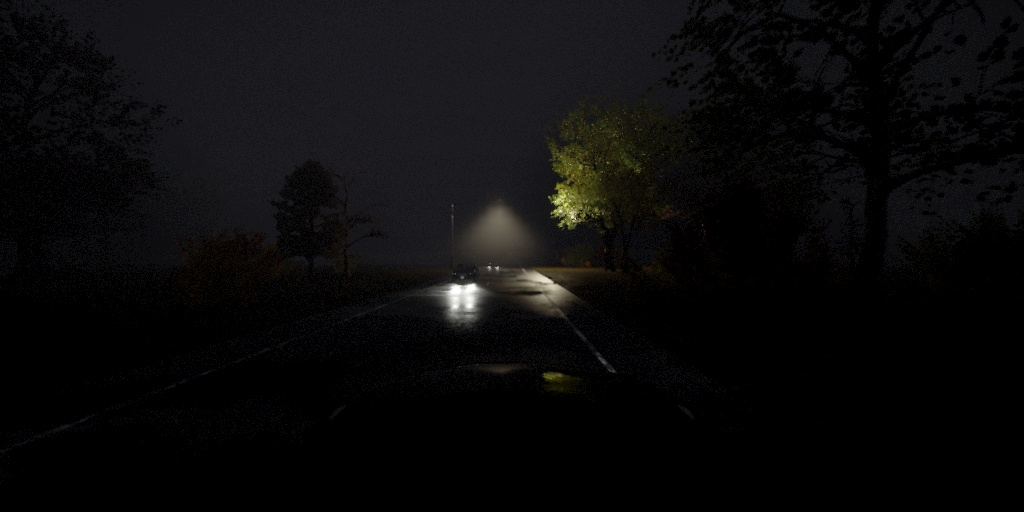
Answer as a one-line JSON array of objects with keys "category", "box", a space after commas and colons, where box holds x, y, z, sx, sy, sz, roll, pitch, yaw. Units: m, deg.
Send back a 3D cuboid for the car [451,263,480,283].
[{"category": "car", "box": [-3.600, 1.297, 28.478, 2.128, 1.511, 4.902, 0, 0, 0]}]
